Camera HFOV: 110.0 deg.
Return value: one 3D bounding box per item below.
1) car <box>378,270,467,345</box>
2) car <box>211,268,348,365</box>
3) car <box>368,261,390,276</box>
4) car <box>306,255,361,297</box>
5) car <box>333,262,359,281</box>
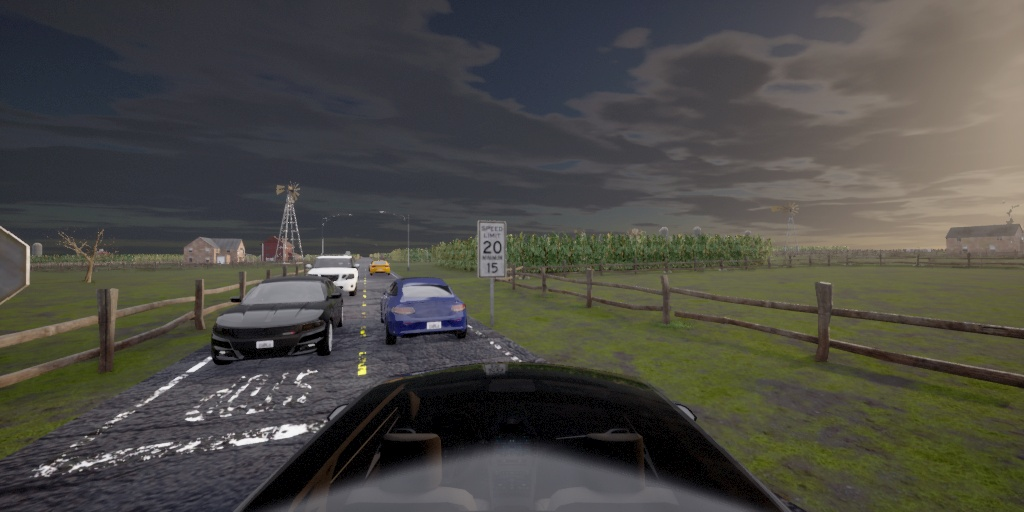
[{"bbox_3d":[-2.488,1.278,9.589,1.812,1.442,4.674,0,0,-22],"label":"car"},{"bbox_3d":[-5.119,1.229,8.420,1.882,1.535,5.008,0,0,-22],"label":"car"},{"bbox_3d":[-14.140,1.232,38.337,1.882,1.535,5.008,0,0,-21],"label":"car"},{"bbox_3d":[-9.360,0.972,18.920,2.150,2.045,5.566,0,0,-22],"label":"car"},{"bbox_3d":[-14.293,1.260,31.062,1.837,1.490,4.892,0,0,-22],"label":"car"}]
